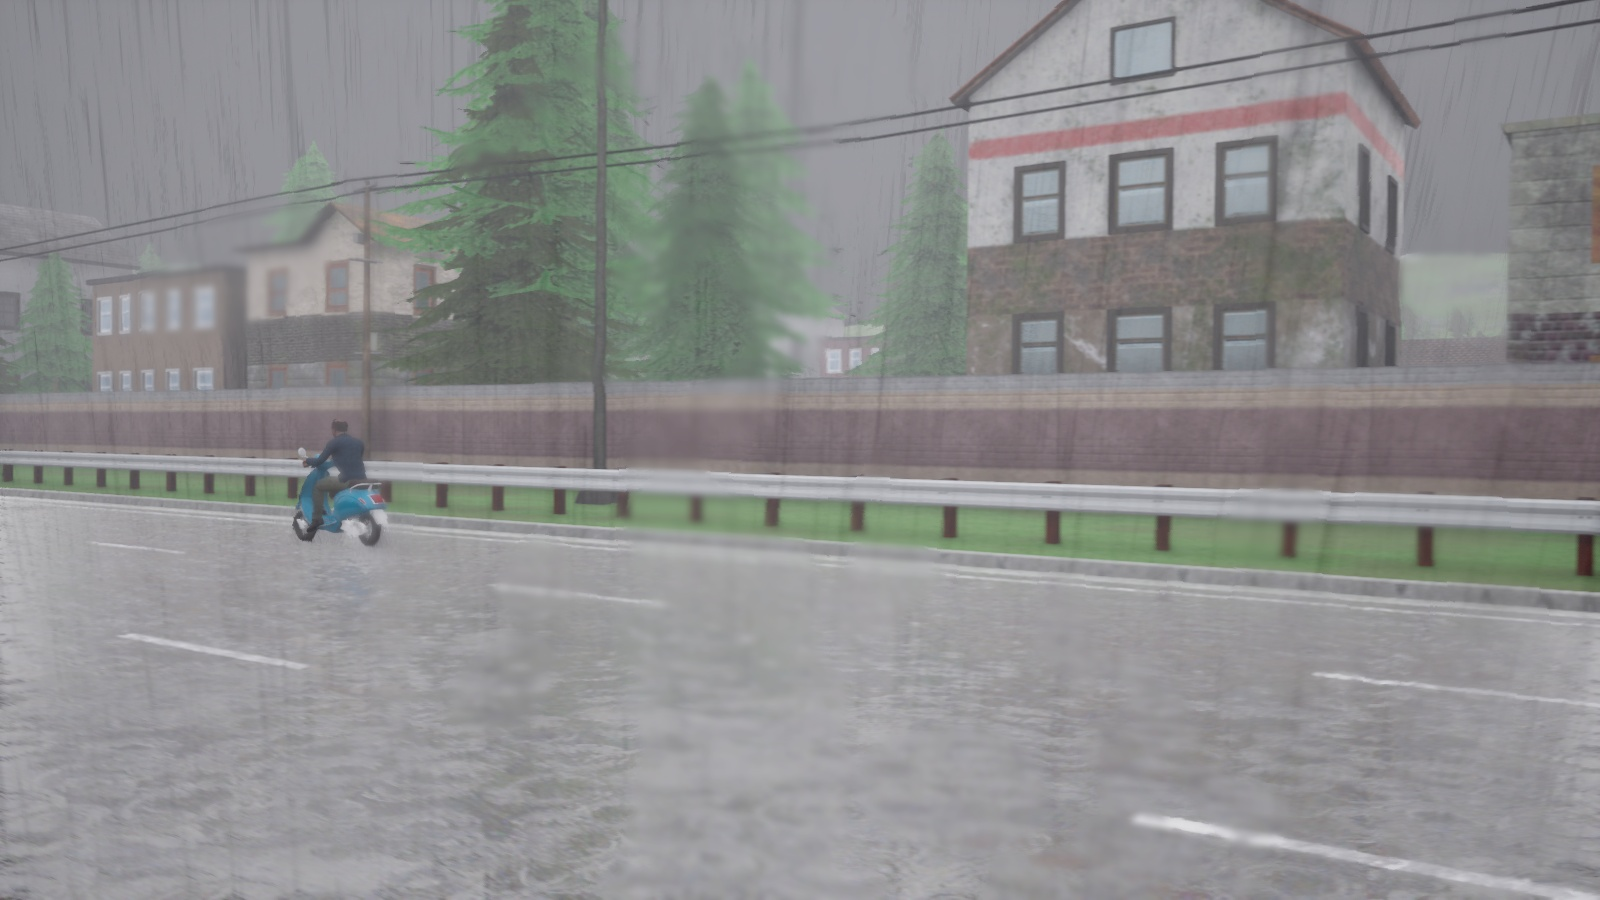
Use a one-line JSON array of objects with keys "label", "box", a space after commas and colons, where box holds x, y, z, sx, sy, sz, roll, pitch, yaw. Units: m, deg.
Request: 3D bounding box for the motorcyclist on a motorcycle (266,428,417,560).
[{"label": "motorcyclist on a motorcycle", "box": [-5.812, 0.521, 15.887, 1.817, 1.590, 0.866, 0, 1, 34]}]
